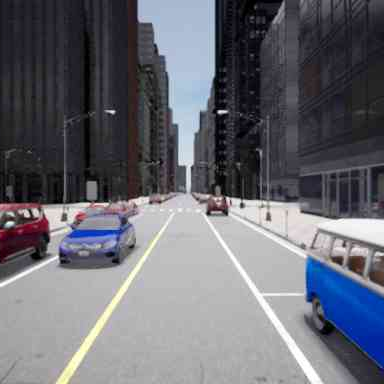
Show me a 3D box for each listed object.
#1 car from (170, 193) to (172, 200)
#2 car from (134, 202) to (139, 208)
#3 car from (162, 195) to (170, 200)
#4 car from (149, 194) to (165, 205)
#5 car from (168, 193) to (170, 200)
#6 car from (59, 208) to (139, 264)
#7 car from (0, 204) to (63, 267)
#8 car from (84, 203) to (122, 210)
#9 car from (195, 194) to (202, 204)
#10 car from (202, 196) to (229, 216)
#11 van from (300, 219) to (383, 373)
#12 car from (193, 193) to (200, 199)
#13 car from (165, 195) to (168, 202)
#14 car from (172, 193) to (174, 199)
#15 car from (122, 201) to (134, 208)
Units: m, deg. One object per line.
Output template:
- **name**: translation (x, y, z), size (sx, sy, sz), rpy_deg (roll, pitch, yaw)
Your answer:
- **car**: translation (-6.722, 1.464, 81.524), size (1.947, 1.339, 4.313), rpy_deg (0, 0, -1)
- **car**: translation (-6.134, 1.539, 32.128), size (1.802, 1.307, 4.206), rpy_deg (0, 0, -1)
- **car**: translation (-6.787, 1.419, 86.990), size (1.752, 1.417, 4.829), rpy_deg (0, 0, -1)
- **car**: translation (-6.454, 1.236, 58.980), size (2.192, 1.841, 5.009), rpy_deg (0, 0, -1)
- **car**: translation (-6.655, 1.448, 75.889), size (1.887, 1.381, 4.507), rpy_deg (0, 0, -1)
- **car**: translation (-3.130, 1.510, 11.864), size (1.812, 1.442, 4.674), rpy_deg (0, 0, -1)
- **car**: translation (-5.867, 1.308, 9.655), size (2.192, 1.841, 5.009), rpy_deg (0, 0, -1)
- **car**: translation (-6.000, 1.519, 20.892), size (1.887, 1.381, 4.507), rpy_deg (0, 0, -1)
- **car**: translation (2.070, 1.456, 59.101), size (2.008, 1.369, 4.403), rpy_deg (0, 0, -1)
- **car**: translation (2.390, 1.256, 32.249), size (2.192, 1.841, 5.009), rpy_deg (0, 0, -1)
- **van**: translation (2.725, 1.329, 4.157), size (1.690, 1.788, 3.998), rpy_deg (0, 0, -1)
- **car**: translation (1.869, 1.432, 76.008), size (1.887, 1.381, 4.507), rpy_deg (0, 0, -1)
- **car**: translation (-6.586, 1.434, 70.082), size (1.752, 1.417, 4.829), rpy_deg (0, 0, -1)
- **car**: translation (-6.857, 1.456, 92.796), size (1.947, 1.339, 4.313), rpy_deg (0, 0, -1)
- **car**: translation (-6.067, 1.547, 26.510), size (1.802, 1.307, 4.206), rpy_deg (0, 0, -1)
